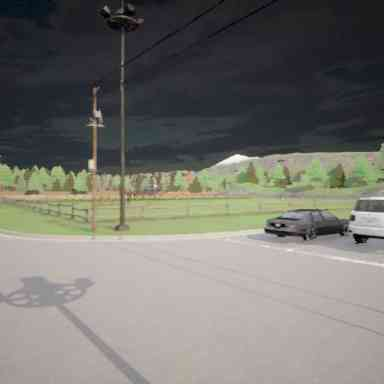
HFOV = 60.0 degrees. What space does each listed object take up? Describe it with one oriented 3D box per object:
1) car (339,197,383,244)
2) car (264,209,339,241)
[{"bbox_3d":[9.109,1.224,14.551,5.566,2.045,2.150,0,0,-36],"label":"car"},{"bbox_3d":[5.948,1.550,16.593,5.357,1.411,2.033,0,0,-36],"label":"car"}]
